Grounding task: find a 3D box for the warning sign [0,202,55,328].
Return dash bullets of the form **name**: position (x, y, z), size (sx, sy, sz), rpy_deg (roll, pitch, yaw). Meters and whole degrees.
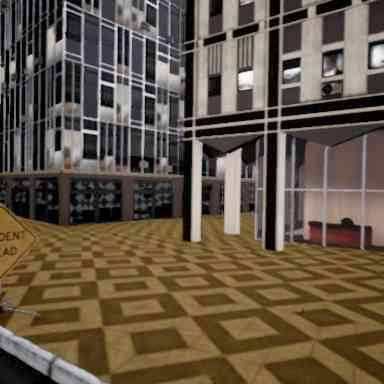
- **warning sign**: position (-3.176, 1.109, 5.474), size (1.060, 1.860, 1.300), rpy_deg (1, 0, 37)
